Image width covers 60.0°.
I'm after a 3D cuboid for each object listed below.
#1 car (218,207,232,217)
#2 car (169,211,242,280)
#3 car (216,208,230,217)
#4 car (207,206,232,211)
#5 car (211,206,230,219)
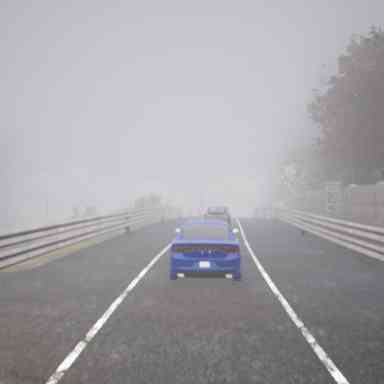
[{"bbox_3d":[5.576,3.396,56.184,2.128,1.511,4.902,0,-4,8],"label":"car"},{"bbox_3d":[0.450,1.591,10.354,1.882,1.535,5.008,0,-1,3],"label":"car"},{"bbox_3d":[4.786,3.060,50.226,1.895,1.301,4.718,0,-4,7],"label":"car"},{"bbox_3d":[1.839,1.777,23.895,2.128,1.511,4.902,0,-1,6],"label":"car"},{"bbox_3d":[3.391,2.335,38.773,2.033,1.411,5.357,0,-3,6],"label":"car"}]
